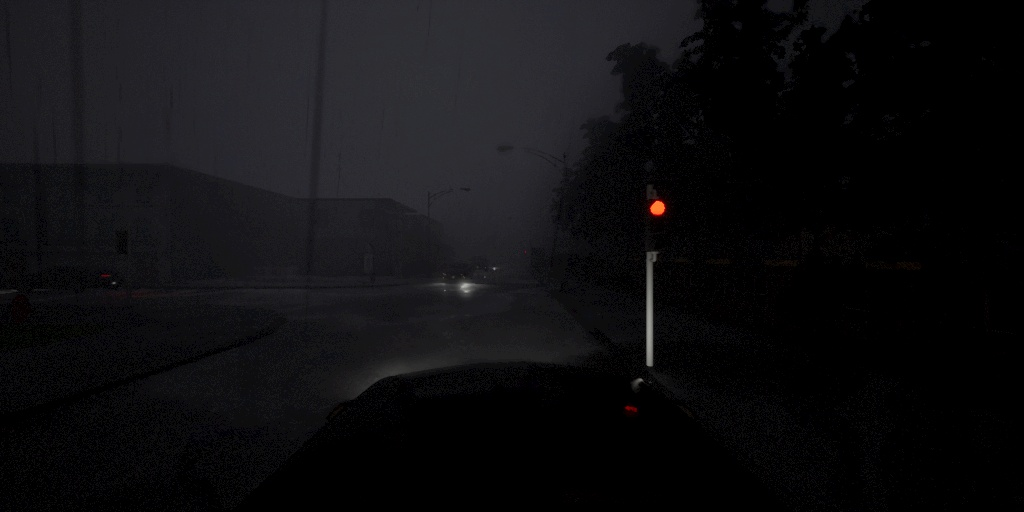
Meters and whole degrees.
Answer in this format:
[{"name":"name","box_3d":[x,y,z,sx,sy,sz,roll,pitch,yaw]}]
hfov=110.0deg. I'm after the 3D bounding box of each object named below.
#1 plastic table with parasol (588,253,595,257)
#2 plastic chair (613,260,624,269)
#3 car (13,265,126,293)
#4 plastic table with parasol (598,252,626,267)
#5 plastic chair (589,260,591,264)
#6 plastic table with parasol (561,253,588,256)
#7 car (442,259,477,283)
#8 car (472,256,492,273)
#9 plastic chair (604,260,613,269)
[{"name":"plastic table with parasol","box_3d":[14.722,0.673,63.330,2.482,2.480,2.482,0,0,-42]},{"name":"plastic chair","box_3d":[16.070,1.296,54.116,0.750,1.272,0.730,0,0,-40]},{"name":"car","box_3d":[-24.659,1.255,20.052,4.892,1.490,1.837,0,0,1]},{"name":"plastic table with parasol","box_3d":[15.338,0.694,55.115,2.482,2.480,2.482,0,0,-40]},{"name":"plastic chair","box_3d":[13.770,1.304,62.443,0.730,1.272,0.750,0,0,-35]},{"name":"plastic table with parasol","box_3d":[10.021,0.684,57.859,2.482,2.480,2.482,0,0,-40]},{"name":"car","box_3d":[-4.119,1.255,27.878,1.837,1.490,4.892,0,0,1]},{"name":"car","box_3d":[-4.063,0.970,44.979,2.150,2.045,5.566,0,0,0]},{"name":"plastic chair","box_3d":[14.364,1.306,54.214,0.730,1.272,0.750,0,0,-35]}]
